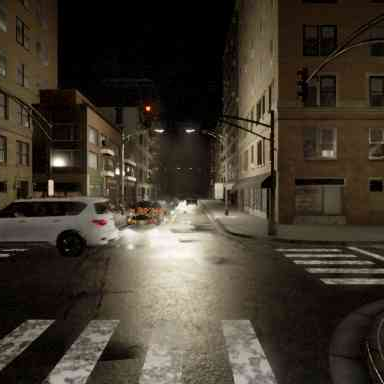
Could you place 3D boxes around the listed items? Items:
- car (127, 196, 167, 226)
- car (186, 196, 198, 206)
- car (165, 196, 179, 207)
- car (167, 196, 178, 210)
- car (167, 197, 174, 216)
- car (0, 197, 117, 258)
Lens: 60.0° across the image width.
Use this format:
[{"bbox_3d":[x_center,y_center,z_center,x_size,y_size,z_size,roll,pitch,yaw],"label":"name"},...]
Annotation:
[{"bbox_3d":[-3.143,1.344,23.059,2.097,1.767,4.553,0,0,0],"label":"car"},{"bbox_3d":[-0.015,1.457,55.514,2.128,1.511,4.902,0,0,0],"label":"car"},{"bbox_3d":[-3.165,1.445,52.655,1.882,1.535,5.008,0,0,0],"label":"car"},{"bbox_3d":[-3.177,1.328,42.299,2.097,1.767,4.553,0,0,0],"label":"car"},{"bbox_3d":[-3.163,1.532,32.514,2.033,1.411,5.357,0,0,0],"label":"car"},{"bbox_3d":[-5.602,1.215,12.238,5.566,2.045,2.150,0,0,0],"label":"car"}]
